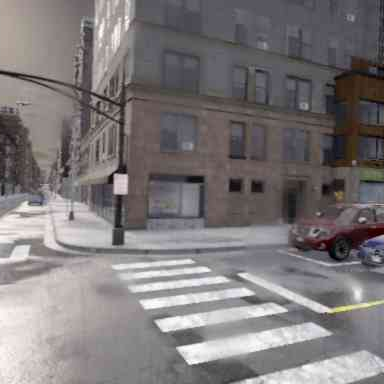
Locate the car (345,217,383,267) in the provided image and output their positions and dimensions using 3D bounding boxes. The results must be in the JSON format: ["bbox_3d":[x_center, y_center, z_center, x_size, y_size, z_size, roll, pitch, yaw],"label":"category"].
[{"bbox_3d":[7.187,1.616,10.064,4.674,1.442,1.812,1,0,-24],"label":"car"}]

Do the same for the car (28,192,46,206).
[{"bbox_3d":[-21.575,1.092,45.881,2.033,1.411,5.357,2,0,-23],"label":"car"}]

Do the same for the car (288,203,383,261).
[{"bbox_3d":[6.038,1.361,12.451,5.009,1.841,2.192,1,1,-24],"label":"car"}]

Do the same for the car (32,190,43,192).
[{"bbox_3d":[-25.822,0.692,55.670,2.150,2.045,5.566,2,0,-23],"label":"car"}]
